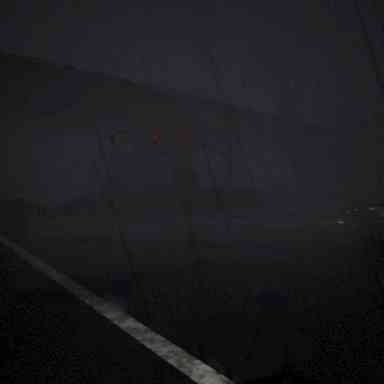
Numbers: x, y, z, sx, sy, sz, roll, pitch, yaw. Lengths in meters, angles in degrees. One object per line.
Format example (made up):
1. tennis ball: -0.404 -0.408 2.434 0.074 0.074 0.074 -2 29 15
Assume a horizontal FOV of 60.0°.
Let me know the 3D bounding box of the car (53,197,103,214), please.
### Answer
1. car: -9.987 1.146 29.546 1.853 1.218 4.536 0 0 17

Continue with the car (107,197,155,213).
1. car: -6.222 1.134 33.330 4.536 1.218 1.853 0 0 -8

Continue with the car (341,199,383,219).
1. car: 14.399 1.386 27.925 4.902 1.511 2.128 0 0 -37

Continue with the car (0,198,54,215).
1. car: -13.741 1.152 26.739 4.536 1.218 1.853 0 0 7

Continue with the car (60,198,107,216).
1. car: -10.002 1.303 29.497 2.038 1.542 4.974 0 0 17

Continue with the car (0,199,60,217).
1. car: -13.689 1.310 26.734 4.974 1.542 2.038 0 0 7
